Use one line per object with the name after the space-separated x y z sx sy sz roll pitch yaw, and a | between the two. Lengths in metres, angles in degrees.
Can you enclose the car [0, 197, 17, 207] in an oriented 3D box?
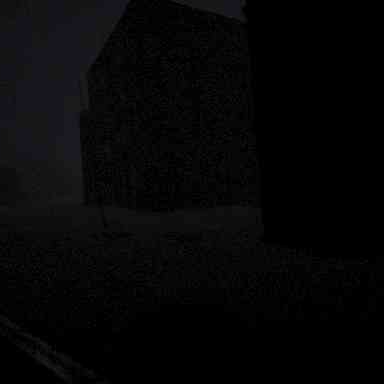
-28.387 1.499 50.082 1.895 1.301 4.718 -4 2 -1 | car
